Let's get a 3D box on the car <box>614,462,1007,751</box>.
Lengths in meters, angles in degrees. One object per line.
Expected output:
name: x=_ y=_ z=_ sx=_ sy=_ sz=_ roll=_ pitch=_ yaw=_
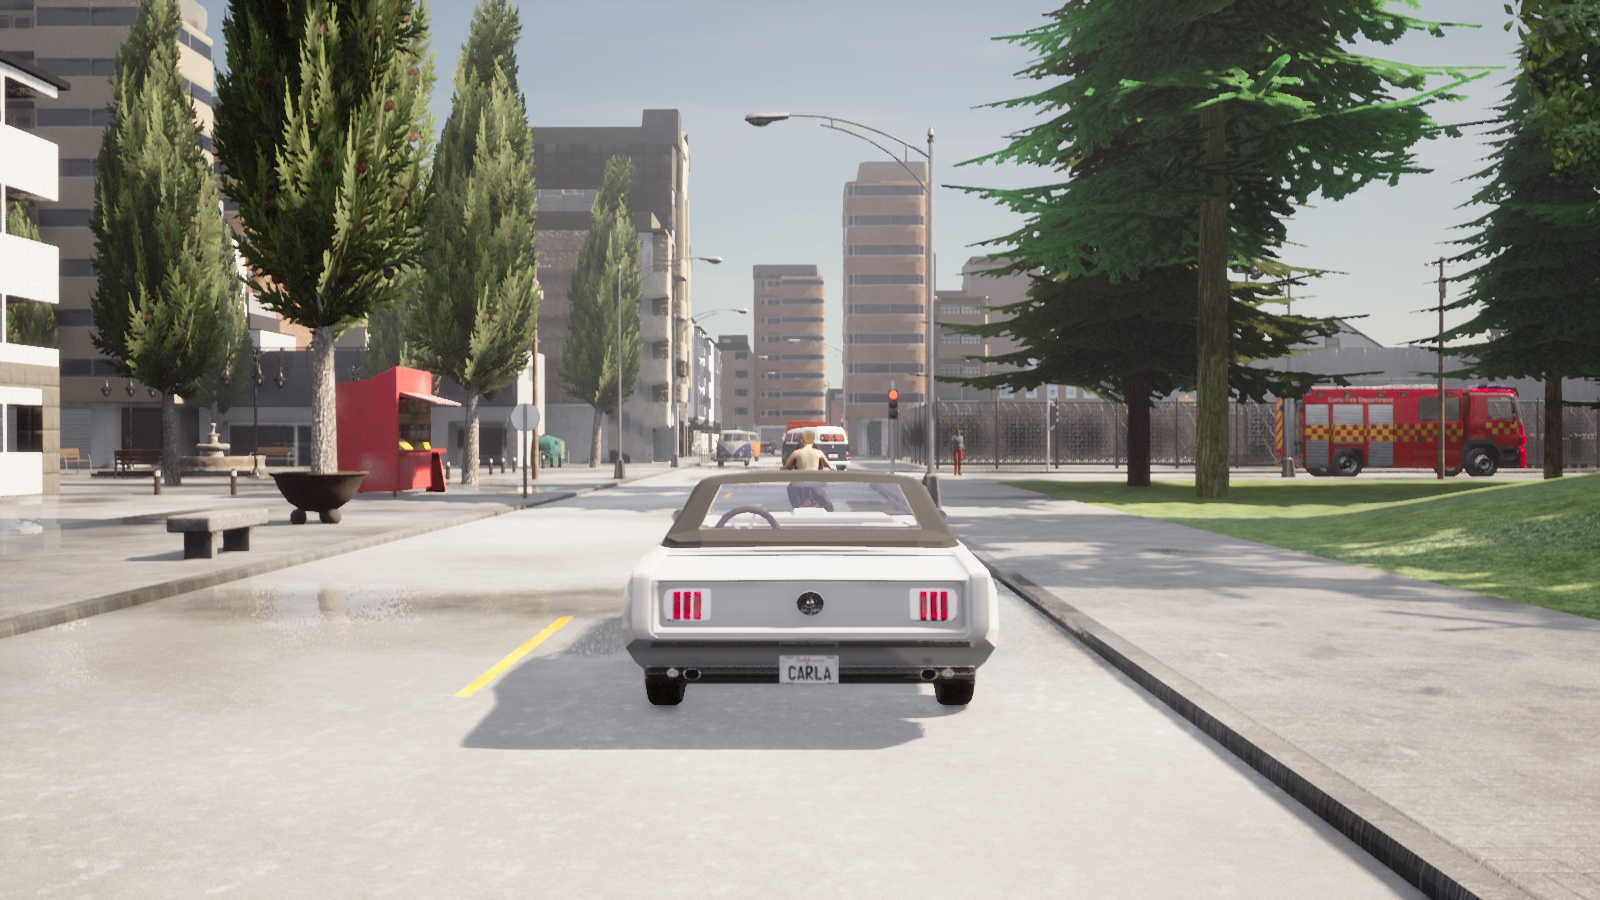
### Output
car: x=0.062 y=0.778 z=8.411 sx=1.895 sy=1.301 sz=4.718 roll=0 pitch=0 yaw=0

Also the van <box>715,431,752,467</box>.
van: x=-3.674 y=-0.073 z=69.898 sx=1.775 sy=1.987 sz=4.442 roll=0 pitch=0 yaw=0

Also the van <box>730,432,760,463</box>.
van: x=-3.620 y=-0.186 z=83.662 sx=1.775 sy=1.987 sz=4.442 roll=0 pitch=0 yaw=0

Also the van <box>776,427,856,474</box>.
van: x=0.672 y=0.009 z=56.630 sx=2.069 sy=2.038 sz=4.480 roll=0 pitch=1 yaw=-21

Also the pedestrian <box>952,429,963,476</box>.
pedestrian: x=6.177 y=0.102 z=49.151 sx=0.353 sy=1.847 sz=0.614 roll=0 pitch=0 yaw=1

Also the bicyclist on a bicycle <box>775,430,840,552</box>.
bicyclist on a bicycle: x=0.107 y=0.541 z=17.397 sx=0.866 sy=1.612 sz=1.509 roll=0 pitch=0 yaw=1

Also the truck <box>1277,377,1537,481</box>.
truck: x=22.957 y=-0.790 z=47.792 sx=8.468 sy=3.827 sz=2.891 roll=0 pitch=0 yaw=0

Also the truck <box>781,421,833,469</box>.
truck: x=0.328 y=-0.285 z=66.851 sx=2.627 sy=2.467 sz=5.204 roll=0 pitch=0 yaw=-1
